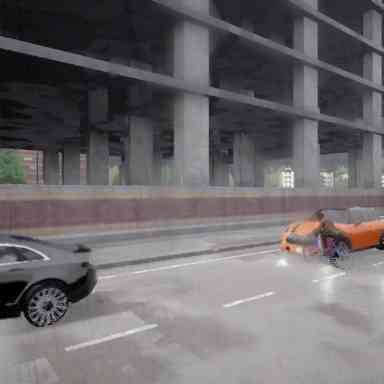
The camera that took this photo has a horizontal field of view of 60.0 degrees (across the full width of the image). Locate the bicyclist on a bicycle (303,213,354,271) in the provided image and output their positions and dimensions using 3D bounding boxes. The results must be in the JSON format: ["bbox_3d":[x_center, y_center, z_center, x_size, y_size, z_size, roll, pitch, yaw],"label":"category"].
[{"bbox_3d":[3.966,1.455,9.828,0.582,1.620,1.656,0,-2,-37],"label":"bicyclist on a bicycle"}]

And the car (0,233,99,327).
[{"bbox_3d":[-4.049,1.492,5.450,4.902,1.511,2.128,0,0,-35],"label":"car"}]

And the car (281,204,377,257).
[{"bbox_3d":[5.393,1.353,12.359,4.553,1.767,2.097,0,0,-37],"label":"car"}]

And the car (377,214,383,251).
[{"bbox_3d":[7.617,1.352,9.669,4.553,1.767,2.097,0,0,-37],"label":"car"}]
